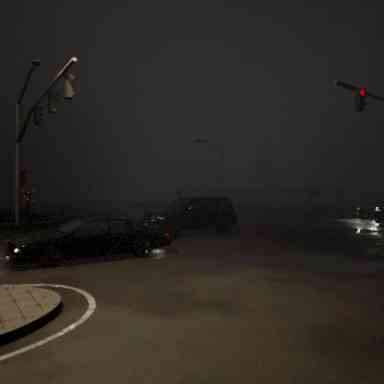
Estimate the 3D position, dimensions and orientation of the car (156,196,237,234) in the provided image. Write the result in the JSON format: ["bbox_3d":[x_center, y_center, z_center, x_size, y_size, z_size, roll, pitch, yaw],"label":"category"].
[{"bbox_3d":[-0.035,1.271,18.090,5.566,2.045,2.150,0,0,-35],"label":"car"}]

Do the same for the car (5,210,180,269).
[{"bbox_3d":[-3.311,1.566,11.456,5.357,1.411,2.033,0,0,-35],"label":"car"}]

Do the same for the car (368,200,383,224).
[{"bbox_3d":[15.571,1.607,24.920,5.008,1.535,1.882,1,0,-35],"label":"car"}]

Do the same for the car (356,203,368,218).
[{"bbox_3d":[16.908,1.501,30.171,4.553,1.767,2.097,0,0,-35],"label":"car"}]
